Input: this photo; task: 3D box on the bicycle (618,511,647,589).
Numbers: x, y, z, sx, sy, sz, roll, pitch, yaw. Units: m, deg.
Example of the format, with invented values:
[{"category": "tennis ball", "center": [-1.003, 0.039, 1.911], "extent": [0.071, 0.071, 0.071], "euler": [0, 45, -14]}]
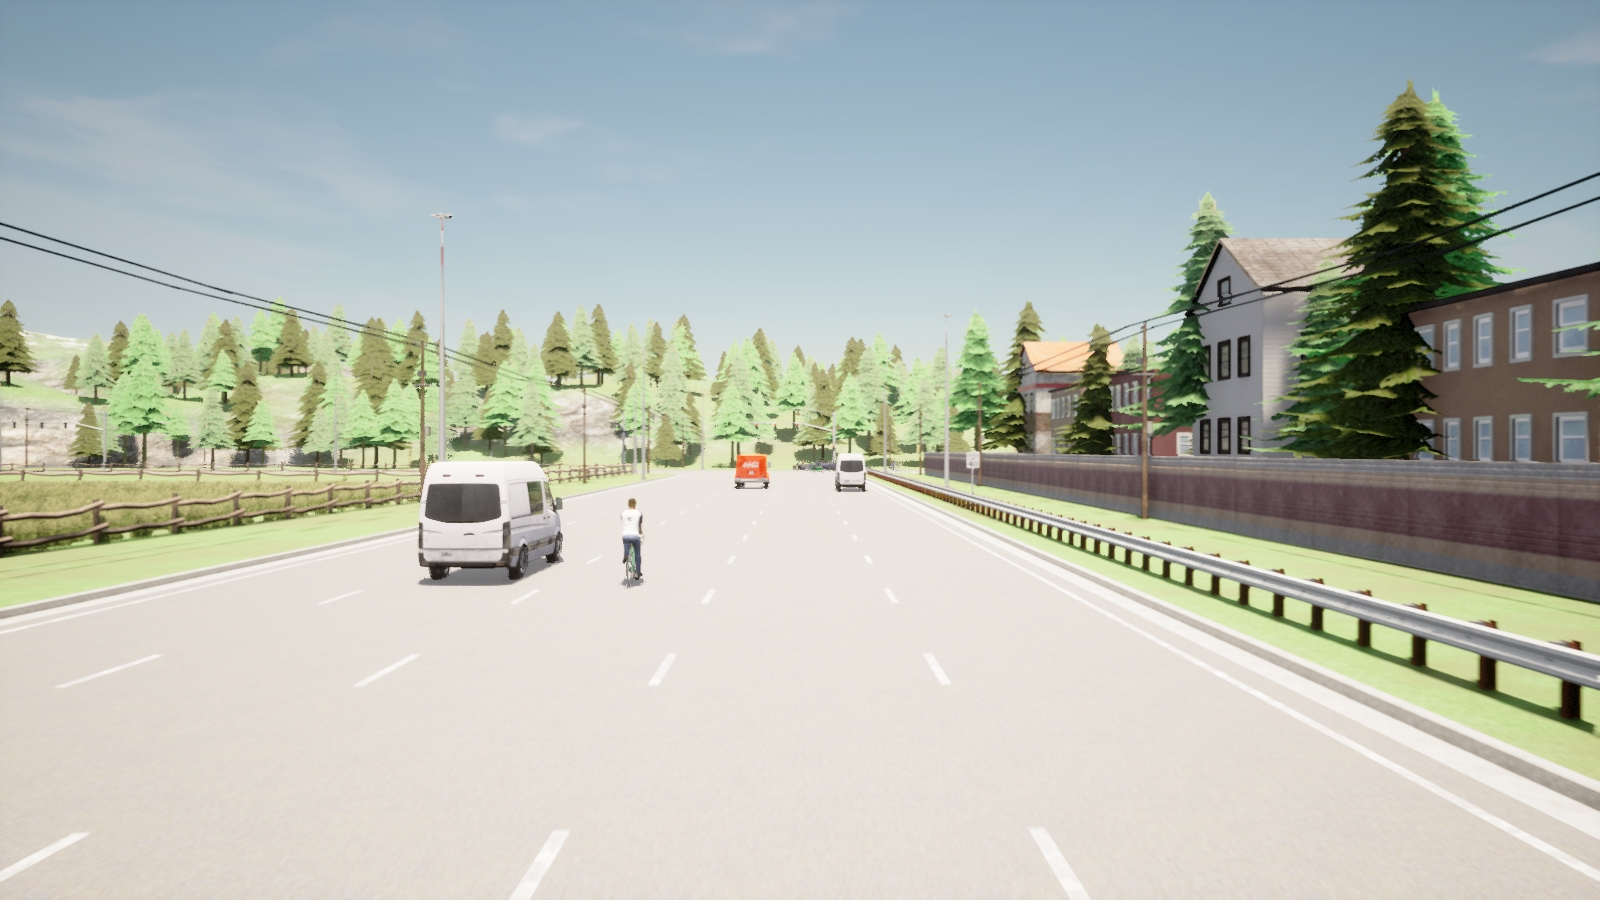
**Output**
[{"category": "bicycle", "center": [-3.500, 2.056, 23.916], "extent": [0.373, 1.496, 1.643], "euler": [0, 0, 0]}]

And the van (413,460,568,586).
[{"category": "van", "center": [-6.996, 1.534, 26.575], "extent": [1.988, 2.561, 5.915], "euler": [0, 0, 0]}]
